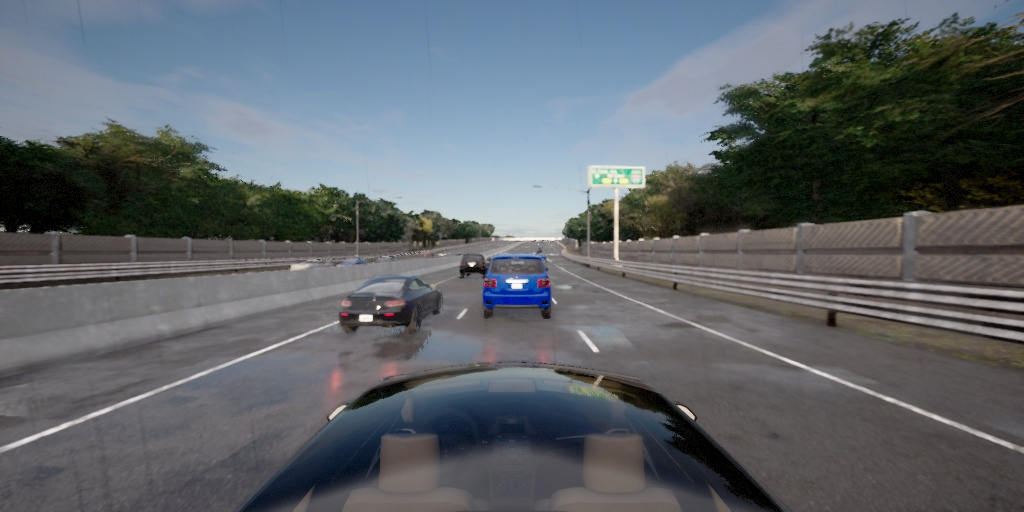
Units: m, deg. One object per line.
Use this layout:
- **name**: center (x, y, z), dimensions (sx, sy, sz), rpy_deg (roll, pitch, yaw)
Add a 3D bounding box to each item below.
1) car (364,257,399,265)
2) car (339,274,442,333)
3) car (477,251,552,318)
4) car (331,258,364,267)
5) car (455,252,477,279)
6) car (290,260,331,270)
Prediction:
- **car**: center (-13.491, 0.910, 38.193), dimensions (1.837, 1.490, 4.892), rpy_deg (0, 1, 2)
- **car**: center (-3.348, 1.260, 10.578), dimensions (1.812, 1.442, 4.674), rpy_deg (0, 0, 0)
- **car**: center (0.172, 0.945, 13.020), dimensions (2.150, 2.045, 5.566), rpy_deg (0, 0, 1)
- **car**: center (-16.985, 0.926, 38.459), dimensions (1.812, 1.442, 4.674), rpy_deg (0, 1, 2)
- **car**: center (-3.022, 0.767, 30.286), dimensions (2.150, 2.045, 5.566), rpy_deg (0, 1, 1)
- **car**: center (-20.536, 1.029, 36.949), dimensions (1.895, 1.301, 4.718), rpy_deg (0, 1, 2)
